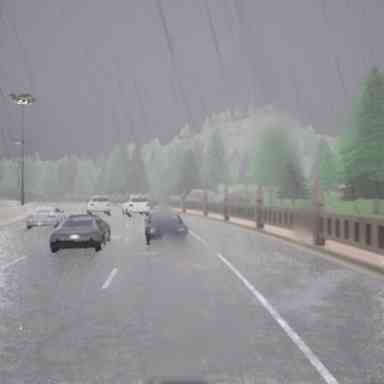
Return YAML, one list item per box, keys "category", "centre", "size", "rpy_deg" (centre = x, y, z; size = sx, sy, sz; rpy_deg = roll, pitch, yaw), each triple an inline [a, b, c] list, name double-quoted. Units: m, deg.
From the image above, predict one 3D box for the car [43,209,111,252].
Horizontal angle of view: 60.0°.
- category: "car"
  centre: [-4.696, 1.662, 14.460]
  size: [1.994, 1.385, 4.181]
  rpy_deg: [0, 0, -8]

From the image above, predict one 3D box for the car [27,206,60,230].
- category: "car"
  centre: [-9.740, 1.687, 22.398]
  size: [1.812, 1.442, 4.674]
  rpy_deg: [0, 0, -13]

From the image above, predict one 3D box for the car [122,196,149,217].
- category: "car"
  centre: [-5.827, 1.434, 34.271]
  size: [2.150, 2.045, 5.566]
  rpy_deg: [0, 0, -18]

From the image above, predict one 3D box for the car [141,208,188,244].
- category: "car"
  centre: [-1.425, 1.699, 16.526]
  size: [1.895, 1.301, 4.718]
  rpy_deg: [0, 0, -9]

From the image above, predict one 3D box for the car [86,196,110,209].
- category: "car"
  centre: [-10.206, 1.461, 36.168]
  size: [2.150, 2.045, 5.566]
  rpy_deg: [0, 0, -20]
